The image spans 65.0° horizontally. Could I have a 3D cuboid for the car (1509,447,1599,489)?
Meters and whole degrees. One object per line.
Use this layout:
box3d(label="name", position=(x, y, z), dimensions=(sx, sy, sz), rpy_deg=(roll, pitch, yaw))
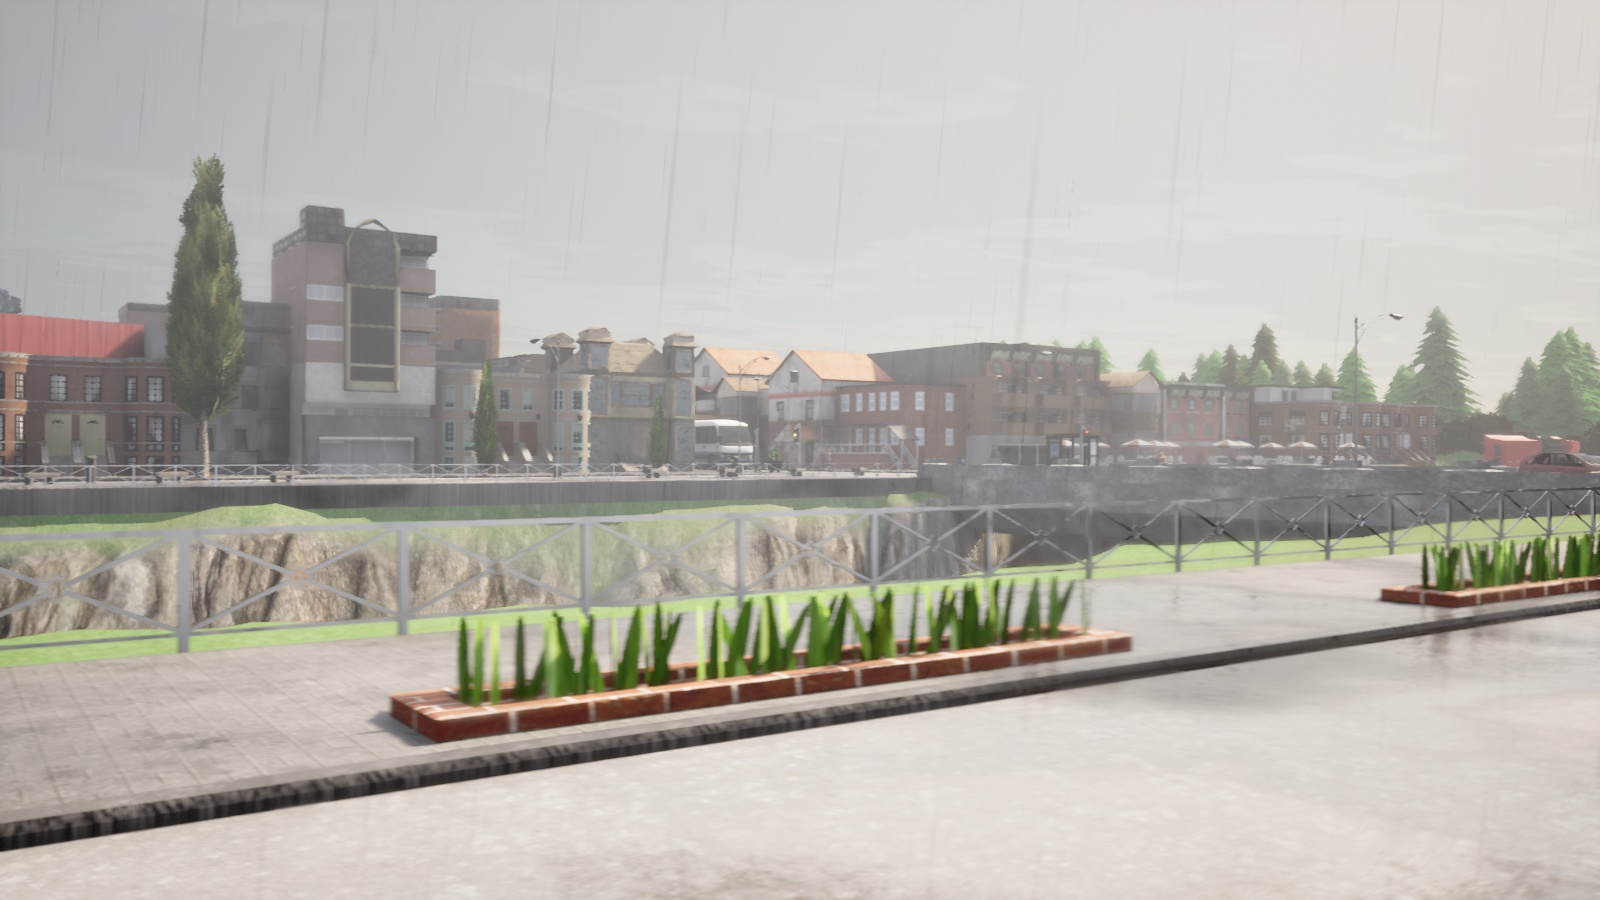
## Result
box3d(label="car", position=(30.840, 0.701, 50.170), dimensions=(1.851, 1.617, 3.988), rpy_deg=(0, 0, -35))
